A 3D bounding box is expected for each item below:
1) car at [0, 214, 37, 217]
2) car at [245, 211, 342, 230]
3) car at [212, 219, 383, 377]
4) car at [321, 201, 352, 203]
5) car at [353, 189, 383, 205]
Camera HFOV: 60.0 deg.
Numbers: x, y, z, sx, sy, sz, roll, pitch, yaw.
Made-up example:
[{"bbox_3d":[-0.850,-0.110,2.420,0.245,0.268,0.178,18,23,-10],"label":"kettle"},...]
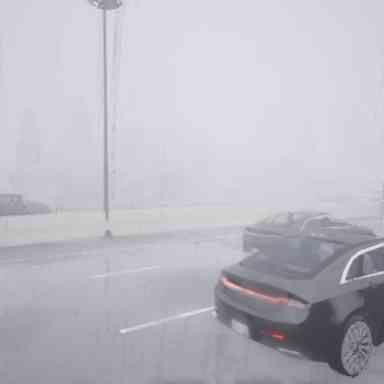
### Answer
[{"bbox_3d":[-11.443,1.128,17.271,5.566,2.045,2.150,-1,1,-35],"label":"car"},{"bbox_3d":[3.767,1.362,10.402,4.902,1.511,2.128,-1,1,-33],"label":"car"},{"bbox_3d":[2.600,1.420,5.443,4.902,1.511,2.128,-1,1,-34],"label":"car"},{"bbox_3d":[20.452,0.932,47.137,5.357,1.411,2.033,-1,1,-23],"label":"car"},{"bbox_3d":[24.744,0.594,45.118,5.566,2.045,2.150,-1,1,-22],"label":"car"}]
